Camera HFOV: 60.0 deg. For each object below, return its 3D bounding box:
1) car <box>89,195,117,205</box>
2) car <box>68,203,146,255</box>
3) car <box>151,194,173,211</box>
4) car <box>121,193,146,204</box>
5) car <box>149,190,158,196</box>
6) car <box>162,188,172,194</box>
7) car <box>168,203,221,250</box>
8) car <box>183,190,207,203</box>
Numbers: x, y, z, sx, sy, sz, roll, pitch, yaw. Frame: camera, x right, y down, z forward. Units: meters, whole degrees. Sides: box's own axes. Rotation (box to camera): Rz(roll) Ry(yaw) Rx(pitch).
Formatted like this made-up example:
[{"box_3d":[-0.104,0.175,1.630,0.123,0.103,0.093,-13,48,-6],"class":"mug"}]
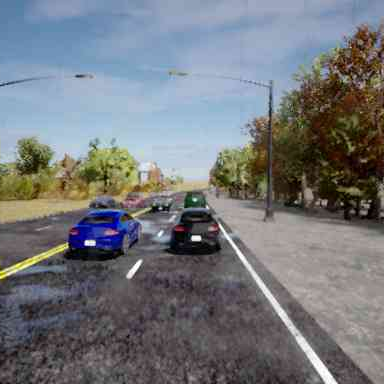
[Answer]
[{"box_3d":[-9.616,1.051,36.415,2.033,1.411,5.357,1,1,1],"class":"car"},{"box_3d":[-3.096,1.368,12.441,1.812,1.442,4.674,1,1,0],"class":"car"},{"box_3d":[-2.949,1.223,33.590,1.895,1.301,4.718,1,1,1],"class":"car"},{"box_3d":[-6.360,0.901,36.257,2.097,1.767,4.553,1,1,1],"class":"car"},{"box_3d":[-8.943,0.321,77.931,1.882,1.535,5.008,1,1,1],"class":"car"},{"box_3d":[-5.699,0.135,77.425,2.150,2.045,5.566,1,1,1],"class":"car"},{"box_3d":[0.155,1.377,13.526,1.812,1.442,4.674,-1,1,0],"class":"car"},{"box_3d":[0.312,0.861,34.102,2.150,2.045,5.566,0,1,0],"class":"car"}]
